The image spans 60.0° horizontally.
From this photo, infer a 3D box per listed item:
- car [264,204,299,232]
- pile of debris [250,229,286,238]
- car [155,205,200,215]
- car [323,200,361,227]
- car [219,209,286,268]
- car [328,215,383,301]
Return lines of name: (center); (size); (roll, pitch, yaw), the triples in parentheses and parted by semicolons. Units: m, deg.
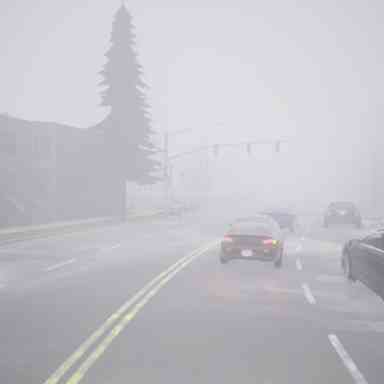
car: (5.278, 1.442, 20.013); (1.882, 1.535, 5.008); (0, 0, 22)
pile of debris: (3.975, 2.142, 17.273); (1.500, 0.140, 1.860); (0, 0, 22)
car: (-0.906, 1.143, 23.815); (1.895, 1.301, 4.718); (0, 0, 22)
car: (9.866, 1.328, 22.042); (2.097, 1.767, 4.553); (0, 0, 22)
car: (2.133, 1.503, 11.303); (1.812, 1.442, 4.674); (0, 0, 16)
car: (4.553, 1.490, 6.820); (2.128, 1.511, 4.902); (0, 0, 10)
